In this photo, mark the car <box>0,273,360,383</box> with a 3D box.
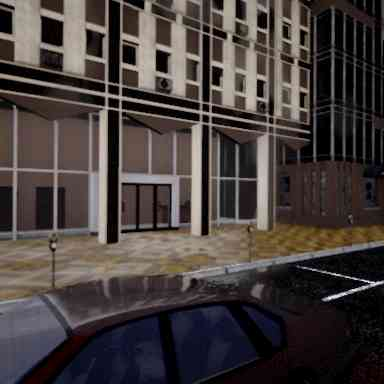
[{"bbox_3d":[-0.682,1.557,2.890,5.357,1.411,2.033,1,0,-35],"label":"car"}]
